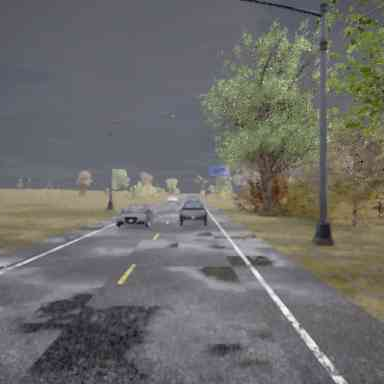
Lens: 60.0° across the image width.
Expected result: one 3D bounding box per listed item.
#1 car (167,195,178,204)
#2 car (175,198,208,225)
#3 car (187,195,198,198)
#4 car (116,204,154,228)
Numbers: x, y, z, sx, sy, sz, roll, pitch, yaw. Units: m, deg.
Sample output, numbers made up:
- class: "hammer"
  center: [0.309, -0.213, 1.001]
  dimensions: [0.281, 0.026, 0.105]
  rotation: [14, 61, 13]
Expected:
- class: "car"
  center: [-3.561, 1.337, 60.394]
  dimensions: [1.812, 1.442, 4.674]
  rotation: [0, 0, 1]
- class: "car"
  center: [0.093, 1.414, 23.640]
  dimensions: [2.128, 1.511, 4.902]
  rotation: [0, 0, 0]
- class: "car"
  center: [0.087, 1.218, 42.038]
  dimensions: [2.097, 1.767, 4.553]
  rotation: [0, 0, 0]
- class: "car"
  center: [-3.605, 1.493, 21.624]
  dimensions: [1.994, 1.385, 4.181]
  rotation: [0, 0, 0]
